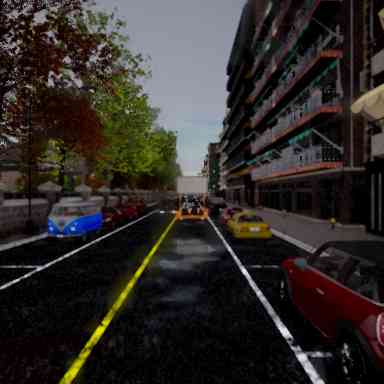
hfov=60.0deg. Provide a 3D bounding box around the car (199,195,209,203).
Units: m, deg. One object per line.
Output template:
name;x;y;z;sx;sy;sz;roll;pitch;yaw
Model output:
car;2.696;1.601;78.381;2.192;1.841;5.009;0;0;0

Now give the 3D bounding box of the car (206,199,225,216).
car;2.693;1.671;33.341;1.947;1.339;4.313;0;0;0

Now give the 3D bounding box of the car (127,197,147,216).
car;-5.687;1.420;33.342;2.192;1.841;5.009;0;0;0

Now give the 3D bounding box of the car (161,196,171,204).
car;-5.685;1.702;72.750;1.967;1.590;4.097;0;0;0

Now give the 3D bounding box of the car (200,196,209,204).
car;2.696;1.701;72.751;1.967;1.590;4.097;0;0;0

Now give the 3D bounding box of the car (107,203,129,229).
car;-5.689;1.649;22.078;1.802;1.307;4.206;0;0;0

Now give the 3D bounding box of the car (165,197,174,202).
car;-5.683;1.862;84.011;2.008;1.369;4.403;0;0;0

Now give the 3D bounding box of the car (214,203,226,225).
car;2.692;1.649;22.078;1.802;1.307;4.206;0;0;0

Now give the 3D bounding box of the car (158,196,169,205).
car;-5.685;1.677;67.122;1.967;1.590;4.097;0;0;0

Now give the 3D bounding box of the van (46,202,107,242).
van;-5.689;1.390;16.448;1.690;1.788;3.998;0;0;0

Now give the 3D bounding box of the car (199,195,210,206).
car;2.695;1.757;61.490;1.887;1.381;4.507;0;0;0

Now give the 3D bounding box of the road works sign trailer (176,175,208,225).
road works sign trailer;0.003;0.541;25.104;2.380;3.560;2.880;0;0;0

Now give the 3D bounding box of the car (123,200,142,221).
car;-5.688;1.631;27.709;1.887;1.381;4.507;0;0;0

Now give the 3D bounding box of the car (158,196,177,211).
car;-3.086;1.647;43.302;1.837;1.490;4.892;0;-1;0

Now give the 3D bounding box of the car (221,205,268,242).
car;2.692;1.574;16.618;1.752;1.417;4.829;0;0;0

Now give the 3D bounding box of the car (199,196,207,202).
car;2.697;1.751;84.012;1.967;1.590;4.097;0;0;0

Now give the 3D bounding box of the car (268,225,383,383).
car;2.690;1.454;5.187;1.967;1.590;4.097;0;0;0
